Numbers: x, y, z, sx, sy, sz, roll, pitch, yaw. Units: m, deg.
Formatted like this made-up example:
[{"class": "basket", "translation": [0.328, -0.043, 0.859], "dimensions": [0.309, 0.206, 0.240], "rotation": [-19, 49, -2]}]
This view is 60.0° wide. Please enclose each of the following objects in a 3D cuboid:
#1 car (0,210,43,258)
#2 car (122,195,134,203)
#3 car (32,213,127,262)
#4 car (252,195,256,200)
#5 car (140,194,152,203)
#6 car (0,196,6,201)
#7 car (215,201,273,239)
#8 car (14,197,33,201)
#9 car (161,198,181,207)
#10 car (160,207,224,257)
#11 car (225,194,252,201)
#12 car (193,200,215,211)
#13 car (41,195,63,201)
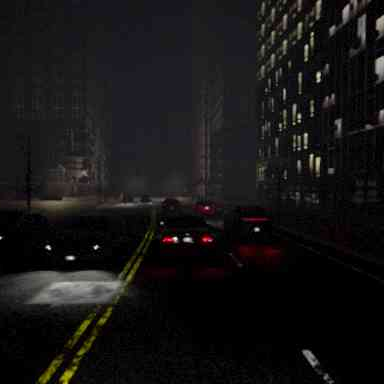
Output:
[{"class": "car", "translation": [-6.925, 1.453, 12.590], "dimensions": [2.128, 1.511, 4.902], "rotation": [0, 0, -3]}, {"class": "car", "translation": [-11.908, 1.310, 61.866], "dimensions": [2.128, 1.511, 4.902], "rotation": [0, 0, -6]}, {"class": "car", "translation": [-3.585, 1.511, 12.222], "dimensions": [2.033, 1.411, 5.357], "rotation": [0, 0, -2]}, {"class": "car", "translation": [14.393, 1.364, 81.383], "dimensions": [4.829, 1.417, 1.752], "rotation": [0, 1, -5]}, {"class": "car", "translation": [-8.681, 1.163, 62.256], "dimensions": [2.097, 1.767, 4.553], "rotation": [0, 0, -6]}, {"class": "car", "translation": [-40.331, 1.127, 67.754], "dimensions": [4.313, 1.339, 1.947], "rotation": [0, 1, -5]}, {"class": "car", "translation": [2.719, 1.440, 17.155], "dimensions": [2.128, 1.511, 4.902], "rotation": [0, 0, -4]}, {"class": "car", "translation": [-34.666, 1.190, 68.215], "dimensions": [4.206, 1.307, 1.802], "rotation": [0, 1, -5]}, {"class": "car", "translation": [-2.167, 1.373, 34.071], "dimensions": [1.882, 1.535, 5.008], "rotation": [0, 0, -6]}, {"class": "car", "translation": [-0.256, 1.510, 12.732], "dimensions": [2.033, 1.411, 5.357], "rotation": [0, 0, -3]}, {"class": "car", "translation": [9.741, 1.274, 72.523], "dimensions": [5.009, 1.841, 2.192], "rotation": [0, 1, -5]}, {"class": "car", "translation": [1.190, 1.460, 33.234], "dimensions": [1.994, 1.385, 4.181], "rotation": [0, 0, -6]}, {"class": "car", "translation": [-29.002, 1.220, 68.715], "dimensions": [4.313, 1.339, 1.947], "rotation": [0, 1, -5]}]
